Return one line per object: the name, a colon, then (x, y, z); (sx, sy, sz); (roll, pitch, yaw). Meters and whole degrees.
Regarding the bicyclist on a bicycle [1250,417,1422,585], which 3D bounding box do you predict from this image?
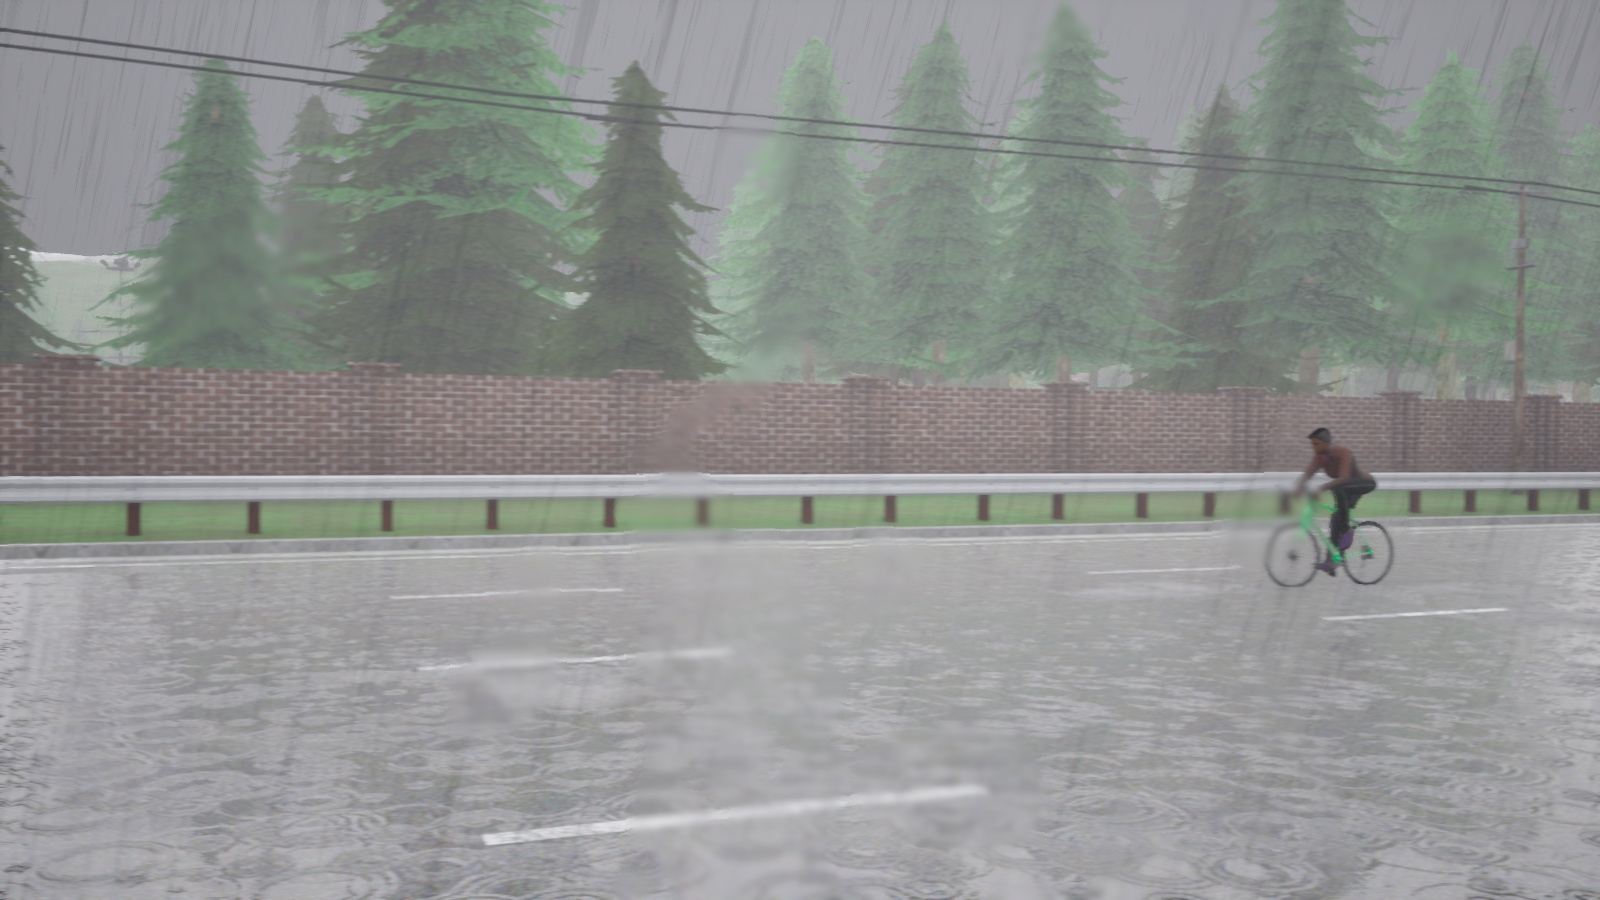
bicyclist on a bicycle: (5.465, 0.483, 12.800); (1.656, 1.620, 0.582); (-1, 1, -21)
